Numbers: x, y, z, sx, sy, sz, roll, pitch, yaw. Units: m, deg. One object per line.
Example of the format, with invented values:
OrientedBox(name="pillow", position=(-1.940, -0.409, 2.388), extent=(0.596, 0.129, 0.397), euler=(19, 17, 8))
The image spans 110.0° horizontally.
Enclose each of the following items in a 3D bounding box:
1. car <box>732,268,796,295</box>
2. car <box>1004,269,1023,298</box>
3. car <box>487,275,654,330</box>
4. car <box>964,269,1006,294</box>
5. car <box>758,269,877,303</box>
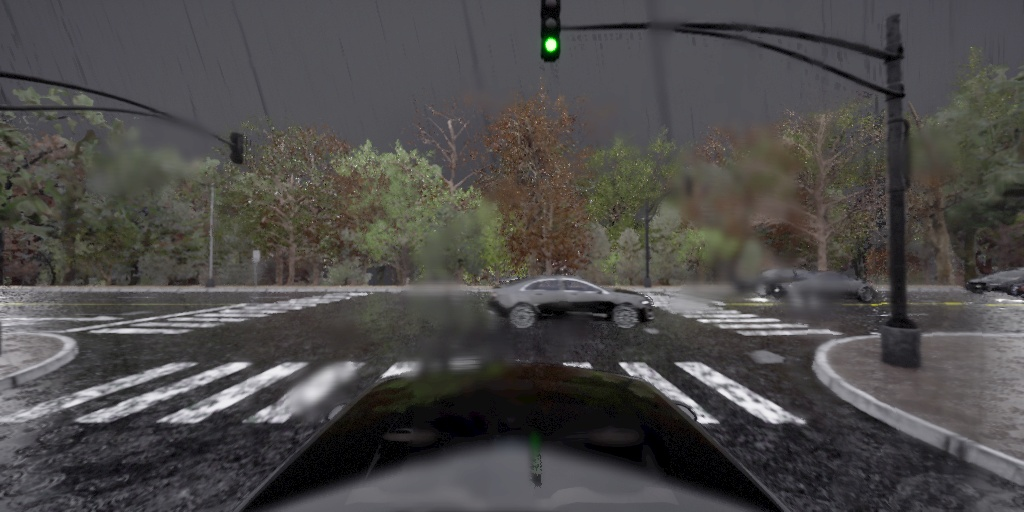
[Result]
OrientedBox(name="car", position=(15.370, 1.449, 20.536), extent=(5.008, 1.535, 1.882), euler=(0, -1, 1))
OrientedBox(name="car", position=(27.069, 1.446, 17.071), extent=(4.181, 1.385, 1.994), euler=(0, -1, 1))
OrientedBox(name="car", position=(1.710, 1.332, 10.921), extent=(4.902, 1.511, 2.128), euler=(0, -1, 1))
OrientedBox(name="car", position=(28.787, 1.458, 20.294), extent=(4.892, 1.490, 1.837), euler=(0, -1, 1))
OrientedBox(name="car", position=(14.779, 1.465, 17.293), extent=(4.181, 1.385, 1.994), euler=(0, -1, 1))
